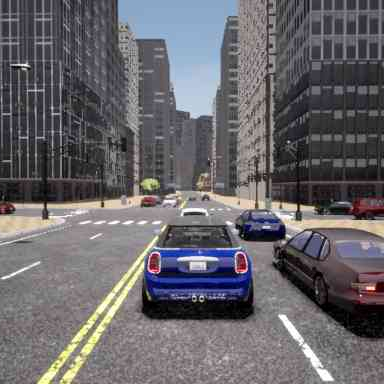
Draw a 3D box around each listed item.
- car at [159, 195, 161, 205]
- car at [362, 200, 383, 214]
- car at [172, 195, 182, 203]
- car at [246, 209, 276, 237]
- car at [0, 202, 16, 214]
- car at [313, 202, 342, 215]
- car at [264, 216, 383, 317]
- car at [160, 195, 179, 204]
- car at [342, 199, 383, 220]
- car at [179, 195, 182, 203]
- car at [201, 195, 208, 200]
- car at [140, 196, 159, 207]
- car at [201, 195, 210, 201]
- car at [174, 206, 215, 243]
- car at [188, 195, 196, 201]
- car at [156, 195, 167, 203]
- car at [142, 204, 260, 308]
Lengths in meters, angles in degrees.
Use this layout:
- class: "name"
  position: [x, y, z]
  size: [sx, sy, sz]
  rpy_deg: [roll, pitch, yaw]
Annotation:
- class: "car"
  position: [-6.500, 1.500, 59.915]
  size: [2.033, 1.411, 5.357]
  rpy_deg: [0, 0, 0]
- class: "car"
  position: [21.857, 1.643, 37.031]
  size: [4.829, 1.417, 1.752]
  rpy_deg: [1, 0, 1]
- class: "car"
  position: [-3.162, 1.418, 69.647]
  size: [1.882, 1.535, 5.008]
  rpy_deg: [0, 0, 0]
- class: "car"
  position: [3.370, 1.555, 16.997]
  size: [1.994, 1.385, 4.181]
  rpy_deg: [0, 0, 0]
- class: "car"
  position: [-19.352, 1.408, 31.971]
  size: [4.181, 1.385, 1.994]
  rpy_deg: [1, 1, 1]
- class: "car"
  position: [15.199, 1.702, 34.543]
  size: [4.718, 1.301, 1.895]
  rpy_deg: [0, 1, 1]
- class: "car"
  position: [3.359, 1.544, 7.758]
  size: [2.033, 1.411, 5.357]
  rpy_deg: [0, 0, 0]
- class: "car"
  position: [-3.278, 1.490, 49.741]
  size: [1.812, 1.442, 4.674]
  rpy_deg: [0, 0, 0]
- class: "car"
  position: [16.237, 1.519, 28.751]
  size: [5.009, 1.841, 2.192]
  rpy_deg: [1, 0, 1]
- class: "car"
  position: [-3.251, 1.501, 59.431]
  size: [2.033, 1.411, 5.357]
  rpy_deg: [0, 0, 0]
- class: "car"
  position: [3.366, 1.504, 90.421]
  size: [1.895, 1.301, 4.718]
  rpy_deg: [0, 0, 0]
- class: "car"
  position: [-6.527, 1.442, 49.989]
  size: [1.882, 1.535, 5.008]
  rpy_deg: [0, 0, 0]
- class: "car"
  position: [3.353, 1.425, 80.398]
  size: [1.837, 1.490, 4.892]
  rpy_deg: [0, 0, 0]
- class: "car"
  position: [0.121, 1.517, 16.954]
  size: [1.812, 1.442, 4.674]
  rpy_deg: [0, 0, 0]
- class: "car"
  position: [0.102, 1.452, 79.762]
  size: [2.128, 1.511, 4.902]
  rpy_deg: [0, 0, 0]
- class: "car"
  position: [-6.411, 1.417, 70.285]
  size: [1.882, 1.535, 5.008]
  rpy_deg: [0, 0, 0]
- class: "car"
  position: [0.109, 1.348, 8.097]
  size: [2.097, 1.767, 4.553]
  rpy_deg: [0, 0, 0]
